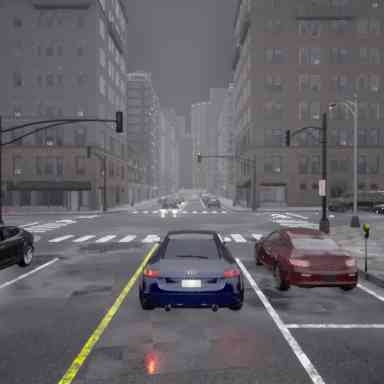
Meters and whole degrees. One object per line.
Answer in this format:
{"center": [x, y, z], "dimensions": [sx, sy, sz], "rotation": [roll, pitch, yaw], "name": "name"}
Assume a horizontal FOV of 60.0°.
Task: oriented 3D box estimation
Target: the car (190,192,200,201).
{"center": [0.516, 1.319, 74.368], "dimensions": [1.812, 1.442, 4.674], "rotation": [0, 0, 0], "name": "car"}

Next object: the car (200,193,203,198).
{"center": [3.274, 1.389, 73.694], "dimensions": [1.802, 1.307, 4.206], "rotation": [0, 0, 0], "name": "car"}

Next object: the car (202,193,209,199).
{"center": [3.815, 1.144, 93.078], "dimensions": [1.882, 1.535, 5.008], "rotation": [0, 0, 0], "name": "car"}

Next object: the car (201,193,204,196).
{"center": [3.227, 1.425, 68.138], "dimensions": [1.802, 1.307, 4.206], "rotation": [0, 0, 0], "name": "car"}

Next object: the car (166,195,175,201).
{"center": [-5.203, 1.348, 79.322], "dimensions": [1.802, 1.307, 4.206], "rotation": [0, 0, 0], "name": "car"}

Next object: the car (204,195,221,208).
{"center": [3.034, 1.508, 45.929], "dimensions": [1.802, 1.307, 4.206], "rotation": [0, 0, 0], "name": "car"}

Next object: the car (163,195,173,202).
{"center": [-5.251, 1.357, 73.770], "dimensions": [2.008, 1.369, 4.403], "rotation": [0, 0, 0], "name": "car"}

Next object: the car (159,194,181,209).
{"center": [-2.838, 1.437, 43.904], "dimensions": [1.837, 1.490, 4.892], "rotation": [0, 0, 2], "name": "car"}

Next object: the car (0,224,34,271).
{"center": [-5.766, 1.564, 8.722], "dimensions": [1.947, 1.339, 4.313], "rotation": [0, 0, 0], "name": "car"}

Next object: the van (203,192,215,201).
{"center": [3.081, 1.250, 51.480], "dimensions": [1.690, 1.788, 3.998], "rotation": [0, 0, 0], "name": "van"}

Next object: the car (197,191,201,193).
{"center": [0.601, 1.087, 84.368], "dimensions": [2.128, 1.511, 4.902], "rotation": [0, 0, 0], "name": "car"}

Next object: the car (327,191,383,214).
{"center": [15.464, 0.950, 31.211], "dimensions": [5.566, 2.045, 2.150], "rotation": [-1, 0, 0], "name": "car"}

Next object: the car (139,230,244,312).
{"center": [0.002, 1.562, 7.799], "dimensions": [1.994, 1.385, 4.181], "rotation": [0, 0, 0], "name": "car"}

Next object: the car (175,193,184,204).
{"center": [-2.727, 1.420, 56.388], "dimensions": [1.812, 1.442, 4.674], "rotation": [0, 0, 1], "name": "car"}

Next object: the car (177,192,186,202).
{"center": [-2.522, 1.359, 69.932], "dimensions": [2.128, 1.511, 4.902], "rotation": [0, 0, 0], "name": "car"}

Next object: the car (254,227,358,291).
{"center": [2.759, 1.580, 8.720], "dimensions": [1.802, 1.307, 4.206], "rotation": [0, 0, 0], "name": "car"}

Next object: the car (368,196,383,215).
{"center": [18.206, 1.254, 27.953], "dimensions": [5.357, 1.411, 2.033], "rotation": [-1, 0, 0], "name": "car"}
